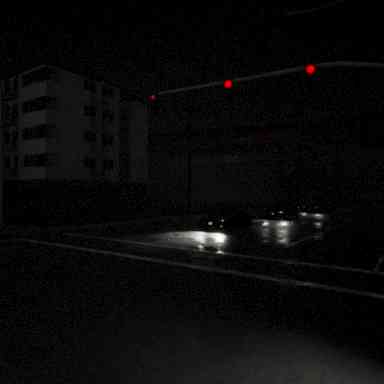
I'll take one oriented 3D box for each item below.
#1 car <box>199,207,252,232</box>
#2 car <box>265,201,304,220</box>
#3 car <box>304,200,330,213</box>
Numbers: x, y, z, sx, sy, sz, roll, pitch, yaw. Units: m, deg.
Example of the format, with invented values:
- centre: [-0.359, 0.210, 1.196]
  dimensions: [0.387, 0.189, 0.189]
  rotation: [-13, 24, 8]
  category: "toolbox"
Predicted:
- centre: [2.159, 1.625, 20.805]
  dimensions: [1.994, 1.385, 4.181]
  rotation: [0, 0, 34]
  category: "car"
- centre: [8.010, 1.579, 29.417]
  dimensions: [1.837, 1.490, 4.892]
  rotation: [0, 0, 34]
  category: "car"
- centre: [14.349, 1.612, 38.221]
  dimensions: [1.812, 1.442, 4.674]
  rotation: [0, 0, 40]
  category: "car"
